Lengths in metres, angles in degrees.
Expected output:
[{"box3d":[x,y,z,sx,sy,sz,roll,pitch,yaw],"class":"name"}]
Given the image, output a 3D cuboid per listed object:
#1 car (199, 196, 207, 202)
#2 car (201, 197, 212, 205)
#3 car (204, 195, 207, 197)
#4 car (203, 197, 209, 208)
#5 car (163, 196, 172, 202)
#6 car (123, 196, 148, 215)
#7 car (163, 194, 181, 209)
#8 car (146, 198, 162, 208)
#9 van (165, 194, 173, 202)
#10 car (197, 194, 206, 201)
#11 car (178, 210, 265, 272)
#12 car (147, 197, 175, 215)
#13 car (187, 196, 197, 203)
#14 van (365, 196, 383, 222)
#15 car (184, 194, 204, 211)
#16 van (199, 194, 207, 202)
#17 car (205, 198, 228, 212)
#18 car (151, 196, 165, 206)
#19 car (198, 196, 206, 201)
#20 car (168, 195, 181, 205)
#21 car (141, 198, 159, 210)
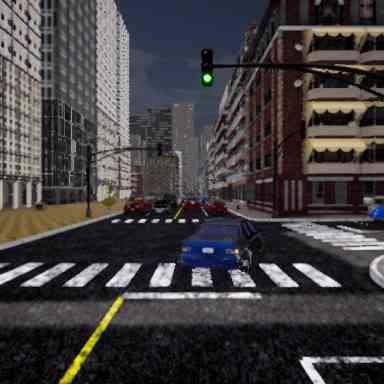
[{"box3d":[2.666,1.692,84.146,1.887,1.381,4.507,0,0,0],"class":"car"},{"box3d":[2.670,1.662,62.035,1.947,1.339,4.313,0,0,0],"class":"car"},{"box3d":[2.673,1.503,45.452,1.967,1.590,4.097,0,0,0],"class":"car"},{"box3d":[2.675,1.598,39.924,1.887,1.381,4.507,0,0,0],"class":"car"},{"box3d":[-5.713,1.679,78.617,1.887,1.381,4.507,0,0,0],"class":"car"},{"box3d":[-5.705,1.359,34.396,2.192,1.841,5.009,0,0,0],"class":"car"},{"box3d":[-3.086,1.285,46.137,2.150,2.045,5.566,0,0,0],"class":"car"},{"box3d":[-5.707,1.638,50.979,1.947,1.339,4.313,0,0,0],"class":"car"},{"box3d":[-5.716,1.488,84.145,1.690,1.788,3.998,0,0,0],"class":"van"},{"box3d":[2.661,1.491,95.202,2.192,1.841,5.009,0,0,0],"class":"car"},{"box3d":[1.203,1.559,10.990,2.033,1.411,5.357,0,0,18],"class":"car"},{"box3d":[-3.097,1.570,34.077,1.812,1.442,4.674,0,0,0],"class":"car"},{"box3d":[-0.018,1.677,74.281,1.994,1.385,4.181,0,0,0],"class":"car"},{"box3d":[13.702,1.136,21.956,3.998,1.788,1.690,-1,1,0],"class":"van"},{"box3d":[0.090,1.410,42.689,2.097,1.767,4.553,0,0,0],"class":"car"},{"box3d":[2.666,1.475,78.618,1.690,1.788,3.998,0,0,0],"class":"van"},{"box3d":[2.677,1.589,34.397,1.887,1.381,4.507,0,0,0],"class":"car"},{"box3d":[-5.709,1.524,56.507,1.967,1.590,4.097,0,0,0],"class":"car"},{"box3d":[2.665,1.712,89.673,2.008,1.369,4.403,0,0,0],"class":"car"},{"box3d":[-3.046,1.442,59.696,2.097,1.767,4.553,0,0,0],"class":"car"},{"box3d":[-5.706,1.607,45.451,1.887,1.381,4.507,0,0,0],"class":"car"}]
